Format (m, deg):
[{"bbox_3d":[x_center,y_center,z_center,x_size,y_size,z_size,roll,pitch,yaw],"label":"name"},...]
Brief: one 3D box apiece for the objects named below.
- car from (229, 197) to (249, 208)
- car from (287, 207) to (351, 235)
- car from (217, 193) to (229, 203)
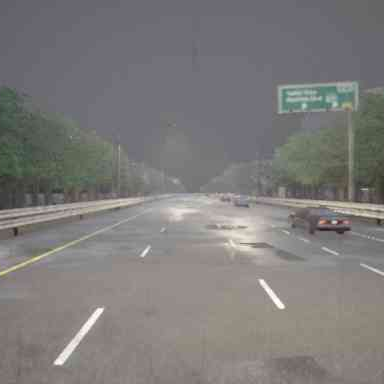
[{"bbox_3d":[7.041,1.539,48.474,2.033,1.411,5.357,0,0,0],"label":"car"},{"bbox_3d":[7.010,1.546,18.882,2.033,1.411,5.357,0,0,0],"label":"car"},{"bbox_3d":[7.069,1.345,71.429,2.097,1.767,4.553,0,0,0],"label":"car"}]
